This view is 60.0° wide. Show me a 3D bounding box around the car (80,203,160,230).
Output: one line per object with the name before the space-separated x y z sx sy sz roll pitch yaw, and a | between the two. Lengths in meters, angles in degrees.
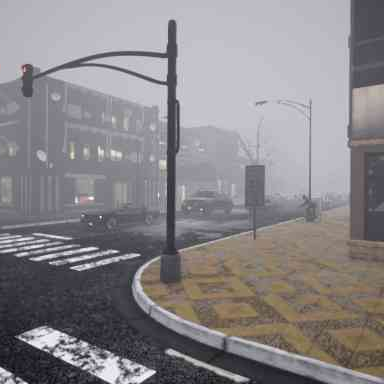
car | -4.072 1.334 19.299 1.895 1.301 4.718 1 1 35

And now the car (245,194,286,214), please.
car | 6.447 1.134 28.873 1.895 1.301 4.718 1 1 35

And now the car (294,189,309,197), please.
car | 16.291 0.330 48.521 1.812 1.442 4.674 1 1 35

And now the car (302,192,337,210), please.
car | 12.650 0.993 33.068 2.008 1.369 4.403 2 2 35

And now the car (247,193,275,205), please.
car | 8.863 0.821 42.620 1.887 1.381 4.507 2 2 35

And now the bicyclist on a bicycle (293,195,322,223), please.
bicyclist on a bicycle | 6.775 1.003 19.598 1.656 1.620 0.582 0 1 35

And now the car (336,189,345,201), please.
car | 21.042 0.663 49.952 2.033 1.411 5.357 1 1 34

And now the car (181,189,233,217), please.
car | 1.370 0.798 27.139 2.150 2.045 5.566 1 1 35

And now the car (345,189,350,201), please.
car | 25.412 0.619 51.686 1.887 1.381 4.507 2 2 35
